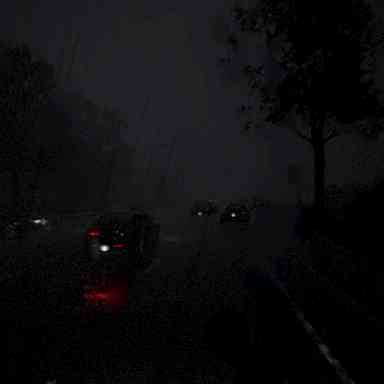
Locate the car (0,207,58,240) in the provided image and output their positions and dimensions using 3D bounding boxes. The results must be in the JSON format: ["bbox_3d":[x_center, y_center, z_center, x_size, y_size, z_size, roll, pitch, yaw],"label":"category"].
[{"bbox_3d":[-9.110,1.502,17.244,2.033,1.411,5.357,0,0,9],"label":"car"}]

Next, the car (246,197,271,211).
[{"bbox_3d":[8.543,1.349,41.301,2.097,1.767,4.553,0,0,20],"label":"car"}]

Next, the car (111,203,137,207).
[{"bbox_3d":[-4.632,1.489,22.241,1.812,1.442,4.674,0,0,12],"label":"car"}]

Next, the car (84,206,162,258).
[{"bbox_3d":[-2.424,1.487,12.717,1.837,1.490,4.892,0,0,7],"label":"car"}]

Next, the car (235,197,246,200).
[{"bbox_3d":[9.140,1.570,60.615,1.895,1.301,4.718,0,0,26],"label":"car"}]

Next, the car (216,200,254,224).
[{"bbox_3d":[3.316,1.555,24.819,1.994,1.385,4.181,0,0,13],"label":"car"}]

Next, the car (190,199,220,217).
[{"bbox_3d":[1.322,1.577,31.071,1.895,1.301,4.718,0,0,16],"label":"car"}]

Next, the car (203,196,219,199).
[{"bbox_3d":[3.107,1.424,55.963,1.882,1.535,5.008,0,0,25],"label":"car"}]
